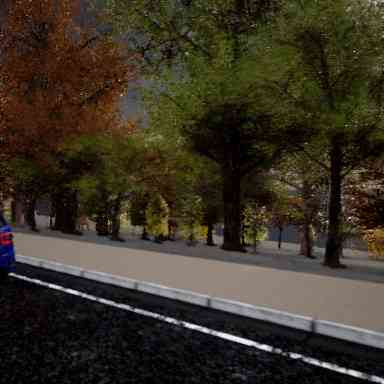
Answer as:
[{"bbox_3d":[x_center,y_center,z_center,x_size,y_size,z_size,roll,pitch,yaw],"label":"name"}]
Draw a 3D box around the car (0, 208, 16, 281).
[{"bbox_3d":[-6.725,1.219,8.484,5.566,2.045,2.150,0,0,35],"label":"car"}]
